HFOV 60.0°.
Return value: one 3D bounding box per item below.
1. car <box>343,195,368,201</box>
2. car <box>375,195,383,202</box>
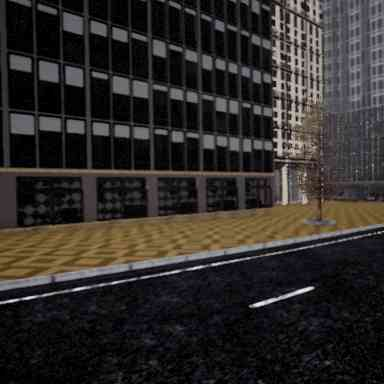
[{"bbox_3d":[30.078,1.081,61.146,1.802,1.307,4.206,-1,1,-39],"label":"car"},{"bbox_3d":[33.639,1.099,56.712,1.947,1.339,4.313,-1,1,-39],"label":"car"}]
